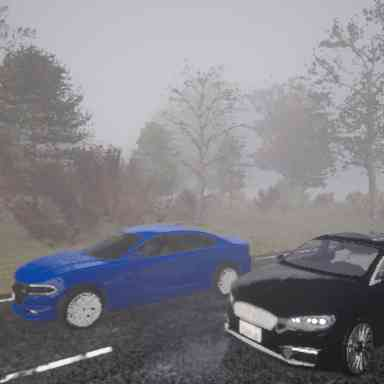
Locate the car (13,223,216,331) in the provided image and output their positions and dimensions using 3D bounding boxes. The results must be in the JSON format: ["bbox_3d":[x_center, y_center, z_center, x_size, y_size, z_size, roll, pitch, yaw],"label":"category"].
[{"bbox_3d":[-0.938,1.461,6.999,5.008,1.535,1.882,0,0,-35],"label":"car"}]

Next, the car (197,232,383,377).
[{"bbox_3d":[2.730,1.491,5.612,4.902,1.511,2.128,0,0,-35],"label":"car"}]
